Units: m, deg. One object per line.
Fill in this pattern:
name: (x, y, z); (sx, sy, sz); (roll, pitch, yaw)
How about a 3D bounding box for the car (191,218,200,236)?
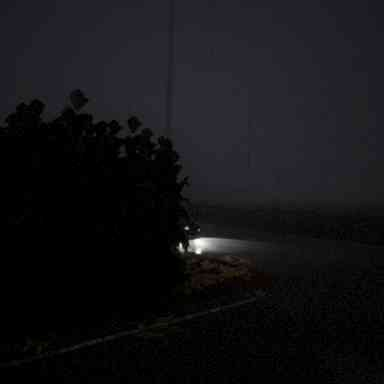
car: (-1.385, 1.558, 17.503); (1.994, 1.385, 4.181); (0, 0, -35)
